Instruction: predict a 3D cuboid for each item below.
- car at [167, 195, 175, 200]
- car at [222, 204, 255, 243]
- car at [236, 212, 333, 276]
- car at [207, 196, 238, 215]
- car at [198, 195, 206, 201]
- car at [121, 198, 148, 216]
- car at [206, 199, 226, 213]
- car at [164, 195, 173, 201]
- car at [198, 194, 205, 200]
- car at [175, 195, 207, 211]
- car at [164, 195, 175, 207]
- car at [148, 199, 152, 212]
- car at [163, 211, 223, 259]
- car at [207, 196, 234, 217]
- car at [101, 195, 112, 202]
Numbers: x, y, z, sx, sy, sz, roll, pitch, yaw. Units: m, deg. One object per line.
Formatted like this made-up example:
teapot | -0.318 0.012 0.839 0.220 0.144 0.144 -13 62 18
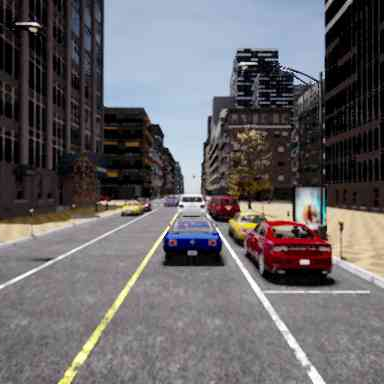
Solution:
car | -5.721 1.511 92.535 1.887 1.381 4.507 1 0 0
car | 2.692 1.518 15.896 1.752 1.417 4.829 1 0 0
car | 2.693 1.540 10.167 1.887 1.381 4.507 1 0 0
car | 2.688 1.303 26.845 2.192 1.841 5.009 1 0 0
car | 2.662 1.512 87.001 1.887 1.381 4.507 1 0 0
car | -5.696 1.511 32.233 1.752 1.417 4.829 1 0 0
car | 2.682 1.528 37.965 1.887 1.381 4.507 1 0 0
car | -5.716 1.494 81.318 1.752 1.417 4.829 1 0 0
car | 2.661 1.406 92.525 1.967 1.590 4.097 1 0 0
car | 0.025 1.211 27.010 2.150 2.045 5.566 0 0 1
car | -3.068 1.330 50.010 2.097 1.767 4.553 0 0 1
car | -5.697 1.424 37.962 1.967 1.590 4.097 1 0 0
car | 0.036 1.595 12.484 1.895 1.301 4.718 0 0 1
car | 2.686 1.301 32.404 2.192 1.841 5.009 1 0 0
car | -17.278 1.234 62.359 4.507 1.381 1.887 1 -1 0
